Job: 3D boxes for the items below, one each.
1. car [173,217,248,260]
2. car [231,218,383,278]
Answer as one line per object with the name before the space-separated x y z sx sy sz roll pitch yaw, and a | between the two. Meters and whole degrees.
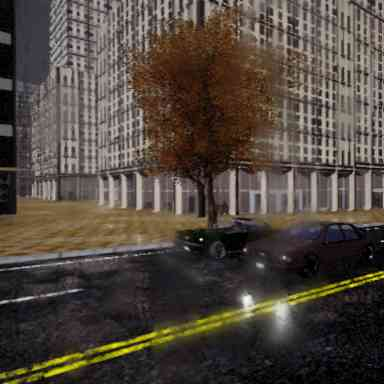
car | 1.629 1.674 12.831 4.718 1.301 1.895 1 0 -35
car | 4.021 1.626 10.550 5.357 1.411 2.033 1 0 -35
